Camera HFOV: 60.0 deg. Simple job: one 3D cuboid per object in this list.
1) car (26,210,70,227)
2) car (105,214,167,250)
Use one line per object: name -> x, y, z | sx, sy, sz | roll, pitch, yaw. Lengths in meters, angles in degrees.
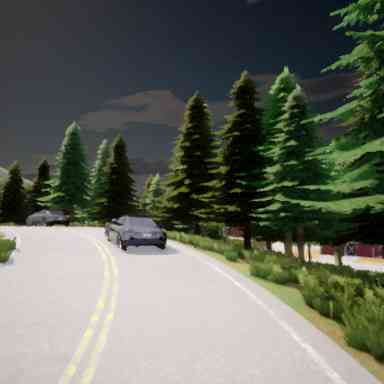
car -> -12.012, 2.163, 27.675 | 4.181, 1.385, 1.994 | -4, -7, 39
car -> -2.643, 1.707, 15.214 | 1.994, 1.385, 4.181 | 3, -1, -25
